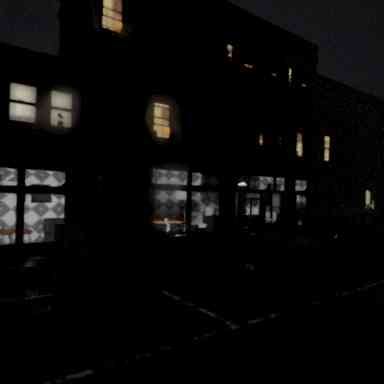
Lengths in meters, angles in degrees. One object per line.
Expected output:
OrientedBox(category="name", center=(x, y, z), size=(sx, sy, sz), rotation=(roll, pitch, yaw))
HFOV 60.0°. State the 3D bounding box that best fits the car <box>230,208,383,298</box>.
OrientedBox(category="car", center=(3.353, 1.394, 8.927), size=(5.009, 1.841, 2.192), rotation=(1, 1, -35))
